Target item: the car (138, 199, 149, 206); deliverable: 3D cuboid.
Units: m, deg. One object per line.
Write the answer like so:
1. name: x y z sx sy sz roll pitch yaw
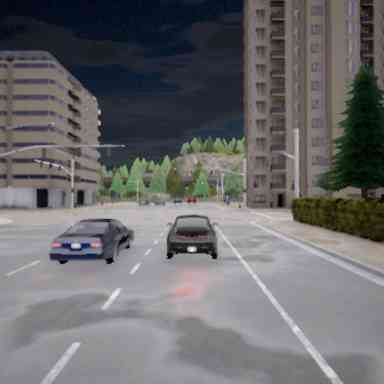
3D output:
1. car: -10.508 2.349 72.475 2.128 1.511 4.902 0 -1 0

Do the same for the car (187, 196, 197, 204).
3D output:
1. car: -0.009 2.011 83.382 2.150 2.045 5.566 0 -1 0

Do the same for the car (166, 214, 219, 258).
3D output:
1. car: 0.016 1.662 13.482 1.837 1.490 4.892 0 0 0

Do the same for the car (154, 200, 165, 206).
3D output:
1. car: -7.008 2.376 72.474 1.994 1.385 4.181 0 -1 0

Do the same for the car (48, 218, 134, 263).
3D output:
1. car: -3.491 1.691 12.509 2.033 1.411 5.357 0 -1 0

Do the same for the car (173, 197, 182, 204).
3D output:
1. car: -3.509 2.140 83.320 2.097 1.767 4.553 0 -1 0
